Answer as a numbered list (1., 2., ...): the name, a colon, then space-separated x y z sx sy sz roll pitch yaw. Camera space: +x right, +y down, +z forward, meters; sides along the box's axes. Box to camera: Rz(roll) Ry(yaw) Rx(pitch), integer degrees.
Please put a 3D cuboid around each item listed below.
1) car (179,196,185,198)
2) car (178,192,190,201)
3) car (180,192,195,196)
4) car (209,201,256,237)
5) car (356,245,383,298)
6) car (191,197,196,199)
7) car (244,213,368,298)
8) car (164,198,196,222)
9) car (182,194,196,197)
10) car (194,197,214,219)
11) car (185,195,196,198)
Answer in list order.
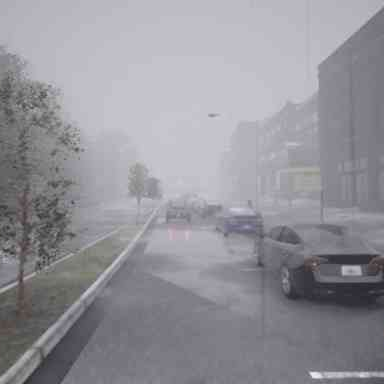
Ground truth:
1. car: -2.325 1.530 42.893 1.994 1.385 4.181 0 0 -4
2. car: -1.972 1.045 78.907 2.435 2.045 5.566 0 0 -4
3. car: -0.370 1.154 56.779 2.435 2.045 5.566 0 0 -4
4. car: 2.424 1.486 18.121 2.097 1.535 5.008 0 0 -3
5. car: 3.066 1.477 1.496 1.946 1.575 5.366 0 0 0
6. car: 1.232 1.508 34.621 2.002 1.452 4.674 0 0 -4
7. car: 2.928 1.515 8.536 2.163 1.488 4.792 0 0 -1
8. car: -1.124 1.487 26.094 2.128 1.511 4.902 0 0 -4
9. car: 0.029 1.455 51.250 2.163 1.488 4.792 0 0 -4
10. car: 1.632 1.477 29.085 2.231 1.521 4.892 0 0 -4
11. car: 0.432 1.482 45.685 2.002 1.452 4.674 0 0 -4
